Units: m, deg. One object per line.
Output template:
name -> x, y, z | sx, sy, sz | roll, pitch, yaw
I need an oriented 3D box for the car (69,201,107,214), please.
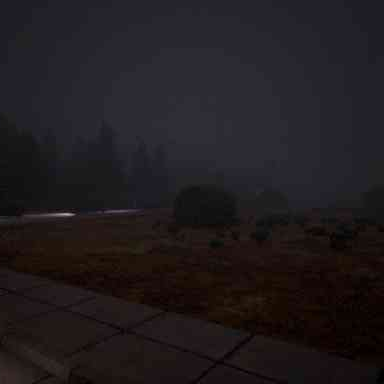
car -> -11.820, 1.702, 37.964 | 1.994, 1.385, 4.181 | 0, 0, 37

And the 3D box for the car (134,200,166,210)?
car -> -5.751, 1.738, 46.141 | 1.895, 1.301, 4.718 | 0, 0, 37

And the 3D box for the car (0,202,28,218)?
car -> -17.553, 1.630, 30.223 | 2.128, 1.511, 4.902 | 0, 0, 37
